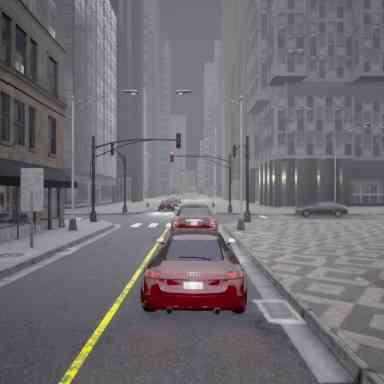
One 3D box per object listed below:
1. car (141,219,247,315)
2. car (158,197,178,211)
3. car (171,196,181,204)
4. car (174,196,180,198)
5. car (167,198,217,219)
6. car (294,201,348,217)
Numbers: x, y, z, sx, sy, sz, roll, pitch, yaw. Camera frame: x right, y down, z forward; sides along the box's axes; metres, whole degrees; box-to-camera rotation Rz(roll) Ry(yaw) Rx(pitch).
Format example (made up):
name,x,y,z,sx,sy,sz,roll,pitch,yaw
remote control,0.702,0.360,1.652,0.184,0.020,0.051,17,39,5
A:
name,x,y,z,sx,sy,sz,roll,pitch,yaw
car,0.083,1.565,7.686,1.994,1.385,4.181,0,0,2
car,-3.098,1.624,41.313,1.895,1.301,4.718,0,0,0
car,-3.055,1.575,64.104,1.812,1.442,4.674,0,0,0
car,-3.095,1.582,51.834,2.033,1.411,5.357,0,0,0
car,0.150,1.356,16.307,2.097,1.767,4.553,0,0,2
car,11.740,1.544,30.358,4.674,1.442,1.812,0,0,1
